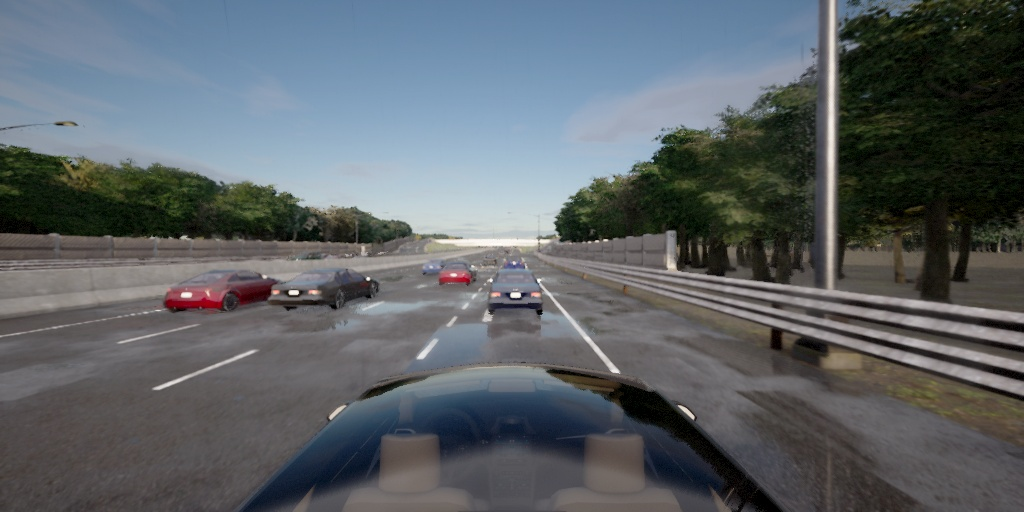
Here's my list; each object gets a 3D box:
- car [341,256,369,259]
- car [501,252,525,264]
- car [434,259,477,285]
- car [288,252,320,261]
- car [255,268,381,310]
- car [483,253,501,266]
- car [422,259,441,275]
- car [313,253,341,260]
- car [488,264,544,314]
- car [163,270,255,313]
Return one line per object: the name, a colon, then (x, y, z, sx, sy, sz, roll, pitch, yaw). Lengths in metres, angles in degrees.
car: (-20.825, 0.744, 48.847, 1.837, 1.490, 4.892, 0, 1, 1)
car: (0.237, 0.731, 36.907, 2.097, 1.767, 4.553, 0, 1, 0)
car: (-3.447, 1.088, 23.282, 1.994, 1.385, 4.181, 0, 1, 0)
car: (-27.821, 0.465, 48.459, 2.150, 2.045, 5.566, 0, 1, 1)
car: (-6.877, 1.171, 13.822, 2.033, 1.411, 5.357, 0, 1, 0)
car: (-3.210, 0.647, 53.837, 2.128, 1.511, 4.902, 0, 1, 1)
car: (-6.793, 0.971, 32.706, 2.033, 1.411, 5.357, 0, 1, 0)
car: (-24.324, 0.720, 48.680, 1.882, 1.535, 5.008, 0, 1, 1)
car: (0.116, 1.177, 13.133, 2.033, 1.411, 5.357, 0, 1, 0)
car: (-10.381, 1.192, 13.453, 1.994, 1.385, 4.181, 0, 1, 0)
